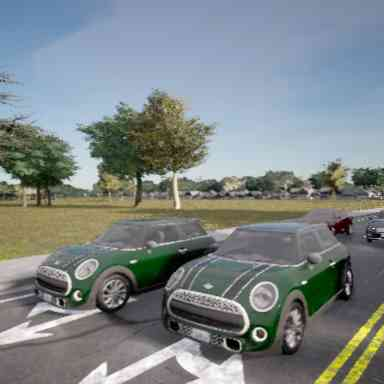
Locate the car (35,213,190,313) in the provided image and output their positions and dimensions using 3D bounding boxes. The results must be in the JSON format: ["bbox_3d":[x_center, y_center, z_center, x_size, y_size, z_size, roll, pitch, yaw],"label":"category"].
[{"bbox_3d":[-1.313,1.458,8.138,2.097,1.767,4.553,-1,-1,42],"label":"car"}]

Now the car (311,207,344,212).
[{"bbox_3d":[7.150,1.624,17.935,1.882,1.535,5.008,-1,-1,41],"label":"car"}]

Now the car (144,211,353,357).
[{"bbox_3d":[1.513,1.415,6.415,2.097,1.767,4.553,-1,-1,38],"label":"car"}]

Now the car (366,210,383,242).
[{"bbox_3d":[9.922,1.594,16.173,2.128,1.511,4.902,-1,-1,41],"label":"car"}]
